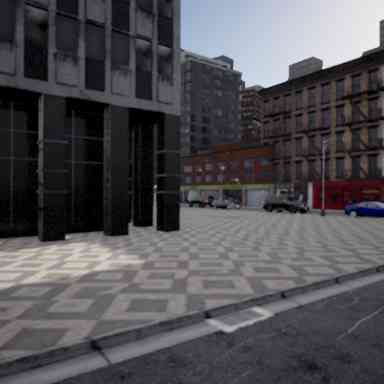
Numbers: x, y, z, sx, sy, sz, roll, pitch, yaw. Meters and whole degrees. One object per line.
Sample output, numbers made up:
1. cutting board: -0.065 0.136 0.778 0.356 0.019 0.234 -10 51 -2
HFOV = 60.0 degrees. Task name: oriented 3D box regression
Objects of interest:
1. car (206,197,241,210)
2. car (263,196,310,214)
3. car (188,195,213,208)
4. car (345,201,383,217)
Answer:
1. car: 4.715 1.791 46.557 2.128 1.511 4.902 0 -1 -36
2. car: 10.724 1.455 38.284 2.150 2.045 5.566 0 -1 -36
3. car: 1.633 1.593 56.131 2.150 2.045 5.566 0 -1 -36
4. car: 16.548 1.640 30.266 1.882 1.535 5.008 0 -1 -37
